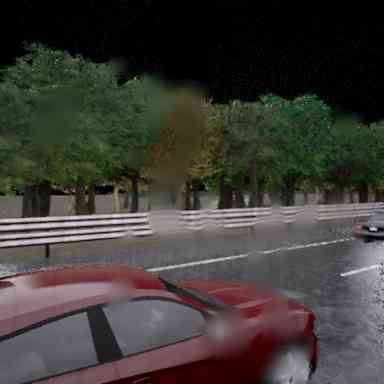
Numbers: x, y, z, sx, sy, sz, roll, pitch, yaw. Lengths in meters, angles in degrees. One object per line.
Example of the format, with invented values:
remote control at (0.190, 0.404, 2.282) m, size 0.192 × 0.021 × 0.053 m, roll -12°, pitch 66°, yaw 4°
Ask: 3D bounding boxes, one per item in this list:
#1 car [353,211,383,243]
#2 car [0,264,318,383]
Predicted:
car at (9.244, 1.515, 14.669) m, size 5.357 × 1.411 × 2.033 m, roll 0°, pitch 0°, yaw -36°
car at (-0.838, 1.475, 3.150) m, size 5.008 × 1.535 × 1.882 m, roll 0°, pitch 0°, yaw -36°
